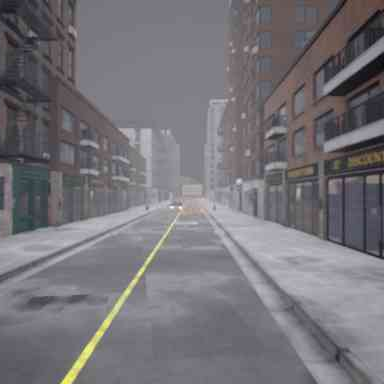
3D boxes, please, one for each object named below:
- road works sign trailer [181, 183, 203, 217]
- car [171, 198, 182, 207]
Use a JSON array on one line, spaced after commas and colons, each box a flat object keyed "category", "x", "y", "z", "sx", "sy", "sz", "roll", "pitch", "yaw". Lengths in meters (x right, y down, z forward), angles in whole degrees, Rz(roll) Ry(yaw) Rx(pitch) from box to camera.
[{"category": "road works sign trailer", "x": 0.002, "y": 0.799, "z": 35.615, "sx": 2.380, "sy": 3.560, "sz": 2.880, "roll": 0, "pitch": -1, "yaw": 0}, {"category": "car", "x": -3.017, "y": 1.945, "z": 65.054, "sx": 2.097, "sy": 1.767, "sz": 4.553, "roll": 0, "pitch": -1, "yaw": 0}]
